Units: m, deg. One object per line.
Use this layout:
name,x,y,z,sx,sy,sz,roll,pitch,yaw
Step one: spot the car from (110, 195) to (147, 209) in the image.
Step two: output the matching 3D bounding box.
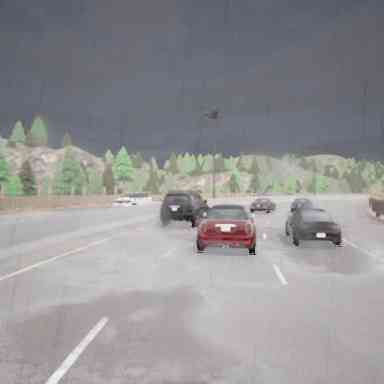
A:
car,-7.960,1.230,42.374,2.128,1.511,4.902,0,0,25

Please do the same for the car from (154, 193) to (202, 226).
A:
car,-0.336,1.073,21.774,2.150,2.045,5.566,0,0,15

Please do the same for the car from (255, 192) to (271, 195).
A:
car,15.837,1.083,70.843,1.994,1.385,4.181,0,0,42

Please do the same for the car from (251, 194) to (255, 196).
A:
car,15.265,0.805,75.203,4.892,1.490,1.837,0,0,-45

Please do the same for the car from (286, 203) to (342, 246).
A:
car,5.233,1.433,14.645,1.812,1.442,4.674,0,0,11

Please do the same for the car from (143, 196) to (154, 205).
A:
car,-3.015,1.369,36.278,1.895,1.301,4.718,0,0,23

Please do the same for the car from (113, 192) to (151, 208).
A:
car,-6.471,0.985,37.084,2.150,2.045,5.566,0,0,22

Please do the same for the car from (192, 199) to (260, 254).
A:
car,1.474,1.261,13.360,2.097,1.767,4.553,0,0,9

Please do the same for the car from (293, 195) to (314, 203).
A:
car,11.038,1.326,33.186,2.033,1.411,5.357,0,0,25

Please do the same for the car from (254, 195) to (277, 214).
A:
car,7.057,1.332,32.813,2.033,1.411,5.357,0,0,23
